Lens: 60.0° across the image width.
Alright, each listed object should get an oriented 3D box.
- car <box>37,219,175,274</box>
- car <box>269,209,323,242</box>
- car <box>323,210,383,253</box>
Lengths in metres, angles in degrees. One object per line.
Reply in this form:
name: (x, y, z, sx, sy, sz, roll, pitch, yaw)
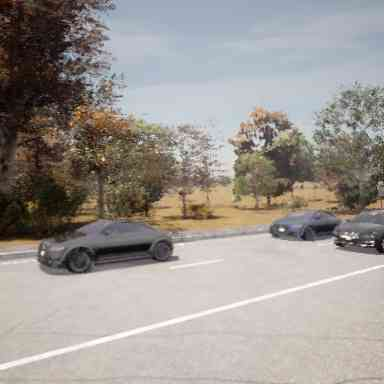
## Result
car: (-2.638, 1.572, 10.687, 4.181, 1.385, 1.994, 0, 0, -35)
car: (5.829, 1.581, 16.692, 4.181, 1.385, 1.994, 0, 0, -35)
car: (7.821, 1.524, 13.813, 4.892, 1.490, 1.837, 1, 0, -35)
